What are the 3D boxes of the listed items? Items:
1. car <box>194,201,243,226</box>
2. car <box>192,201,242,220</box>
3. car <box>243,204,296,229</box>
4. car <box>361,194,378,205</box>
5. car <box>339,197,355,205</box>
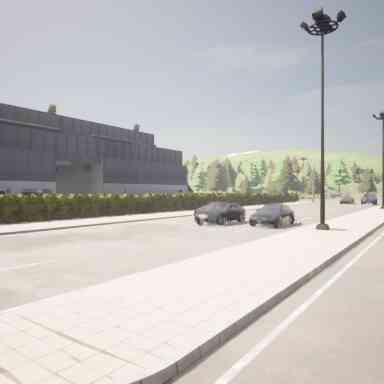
[{"bbox_3d":[2.079,1.491,23.356,2.128,1.511,4.902,0,0,35],"label":"car"},{"bbox_3d":[2.370,1.547,29.810,2.033,1.411,5.357,0,0,35],"label":"car"},{"bbox_3d":[5.423,1.526,22.021,1.812,1.442,4.674,0,0,35],"label":"car"},{"bbox_3d":[30.937,1.328,57.981,2.150,2.045,5.566,0,0,35],"label":"car"},{"bbox_3d":[28.088,1.568,60.015,2.033,1.411,5.357,0,0,35],"label":"car"}]
